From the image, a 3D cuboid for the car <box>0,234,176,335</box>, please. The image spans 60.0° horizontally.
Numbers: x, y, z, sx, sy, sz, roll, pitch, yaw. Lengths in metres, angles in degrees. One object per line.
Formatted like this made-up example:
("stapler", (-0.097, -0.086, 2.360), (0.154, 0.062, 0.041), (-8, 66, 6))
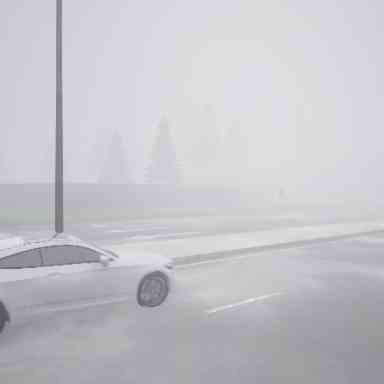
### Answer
("car", (-2.515, 1.525, 6.260), (4.674, 1.442, 1.812), (0, 0, -35))
